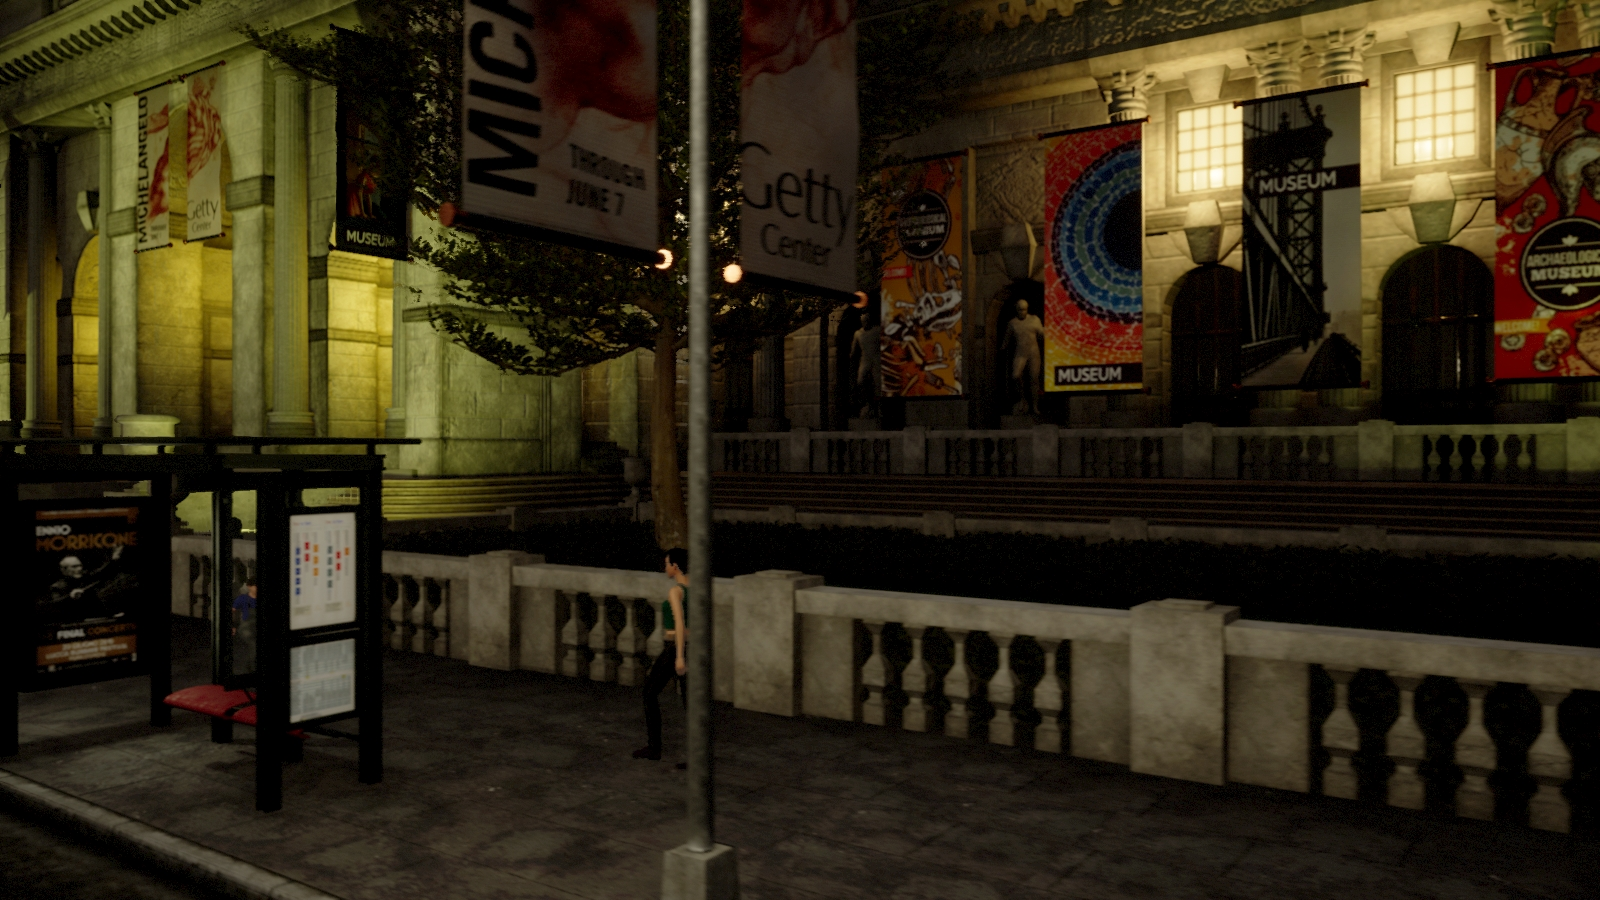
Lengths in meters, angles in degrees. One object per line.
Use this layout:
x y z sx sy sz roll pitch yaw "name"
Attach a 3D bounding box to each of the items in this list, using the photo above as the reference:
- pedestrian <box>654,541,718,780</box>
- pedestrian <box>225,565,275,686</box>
-0.930 1.698 9.356 0.375 1.860 0.375 0 0 30 "pedestrian"
-6.243 1.978 12.973 0.375 1.300 0.375 0 0 33 "pedestrian"
